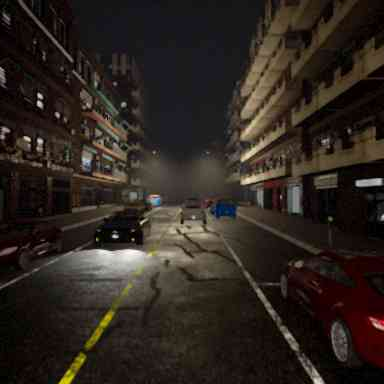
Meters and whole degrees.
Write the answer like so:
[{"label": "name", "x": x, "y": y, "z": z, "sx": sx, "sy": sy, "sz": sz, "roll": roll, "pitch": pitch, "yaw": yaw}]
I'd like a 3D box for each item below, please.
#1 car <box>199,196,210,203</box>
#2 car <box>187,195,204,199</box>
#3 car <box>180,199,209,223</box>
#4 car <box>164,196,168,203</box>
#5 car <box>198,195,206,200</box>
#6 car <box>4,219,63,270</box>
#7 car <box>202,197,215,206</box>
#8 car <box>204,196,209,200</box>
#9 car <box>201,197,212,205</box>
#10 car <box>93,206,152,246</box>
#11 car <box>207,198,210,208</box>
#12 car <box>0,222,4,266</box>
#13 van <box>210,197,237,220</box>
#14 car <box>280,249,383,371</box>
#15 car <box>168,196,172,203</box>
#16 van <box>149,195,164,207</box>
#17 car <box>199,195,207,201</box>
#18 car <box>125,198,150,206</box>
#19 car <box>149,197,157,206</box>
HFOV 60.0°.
[{"label": "car", "x": 2.682, "y": 1.567, "z": 72.286, "sx": 2.008, "sy": 1.369, "sz": 4.403, "roll": 1, "pitch": 0, "yaw": 0}, {"label": "car", "x": 0.108, "y": 1.360, "z": 41.698, "sx": 2.097, "sy": 1.767, "sz": 4.553, "roll": 0, "pitch": 0, "yaw": 0}, {"label": "car", "x": 0.104, "y": 1.531, "z": 25.120, "sx": 1.812, "sy": 1.442, "sz": 4.674, "roll": 0, "pitch": 0, "yaw": 0}, {"label": "car", "x": -5.669, "y": 1.563, "z": 55.613, "sx": 2.008, "sy": 1.369, "sz": 4.403, "roll": 1, "pitch": 0, "yaw": 0}, {"label": "car", "x": 2.857, "y": 1.572, "z": 94.570, "sx": 2.008, "sy": 1.369, "sz": 4.403, "roll": 1, "pitch": 0, "yaw": 0}, {"label": "car", "x": -5.678, "y": 1.584, "z": 11.046, "sx": 1.802, "sy": 1.307, "sz": 4.206, "roll": 1, "pitch": 0, "yaw": 0}, {"label": "car", "x": 2.678, "y": 1.578, "z": 55.573, "sx": 1.947, "sy": 1.339, "sz": 4.313, "roll": 1, "pitch": 0, "yaw": 0}, {"label": "car", "x": 2.689, "y": 1.554, "z": 44.431, "sx": 1.887, "sy": 1.381, "sz": 4.507, "roll": 1, "pitch": 0, "yaw": 0}, {"label": "car", "x": 2.679, "y": 1.595, "z": 61.145, "sx": 1.802, "sy": 1.307, "sz": 4.206, "roll": 1, "pitch": 0, "yaw": 0}, {"label": "car", "x": -3.028, "y": 1.568, "z": 15.134, "sx": 1.994, "sy": 1.385, "sz": 4.181, "roll": 0, "pitch": 0, "yaw": 1}, {"label": "car", "x": 2.715, "y": 1.532, "z": 33.459, "sx": 1.752, "sy": 1.417, "sz": 4.829, "roll": 1, "pitch": 0, "yaw": 0}, {"label": "car", "x": -5.675, "y": 1.317, "z": 5.474, "sx": 2.192, "sy": 1.841, "sz": 5.009, "roll": 1, "pitch": 0, "yaw": 0}, {"label": "van", "x": 2.712, "y": 1.347, "z": 27.717, "sx": 1.690, "sy": 1.788, "sz": 3.998, "roll": 1, "pitch": 0, "yaw": 0}, {"label": "car", "x": 2.701, "y": 1.583, "z": 5.433, "sx": 1.802, "sy": 1.307, "sz": 4.206, "roll": 1, "pitch": 0, "yaw": 0}, {"label": "car", "x": -5.666, "y": 1.566, "z": 66.757, "sx": 2.008, "sy": 1.369, "sz": 4.403, "roll": 1, "pitch": 0, "yaw": 0}, {"label": "van", "x": -5.667, "y": 1.352, "z": 50.043, "sx": 1.690, "sy": 1.788, "sz": 3.998, "roll": 1, "pitch": 0, "yaw": 0}, {"label": "car", "x": 2.856, "y": 1.571, "z": 89.000, "sx": 2.008, "sy": 1.369, "sz": 4.403, "roll": 1, "pitch": 0, "yaw": 0}, {"label": "car", "x": -5.673, "y": 1.532, "z": 33.160, "sx": 1.752, "sy": 1.417, "sz": 4.829, "roll": 1, "pitch": 0, "yaw": 0}, {"label": "car", "x": -5.672, "y": 1.574, "z": 38.901, "sx": 1.947, "sy": 1.339, "sz": 4.313, "roll": 1, "pitch": 0, "yaw": 0}]
